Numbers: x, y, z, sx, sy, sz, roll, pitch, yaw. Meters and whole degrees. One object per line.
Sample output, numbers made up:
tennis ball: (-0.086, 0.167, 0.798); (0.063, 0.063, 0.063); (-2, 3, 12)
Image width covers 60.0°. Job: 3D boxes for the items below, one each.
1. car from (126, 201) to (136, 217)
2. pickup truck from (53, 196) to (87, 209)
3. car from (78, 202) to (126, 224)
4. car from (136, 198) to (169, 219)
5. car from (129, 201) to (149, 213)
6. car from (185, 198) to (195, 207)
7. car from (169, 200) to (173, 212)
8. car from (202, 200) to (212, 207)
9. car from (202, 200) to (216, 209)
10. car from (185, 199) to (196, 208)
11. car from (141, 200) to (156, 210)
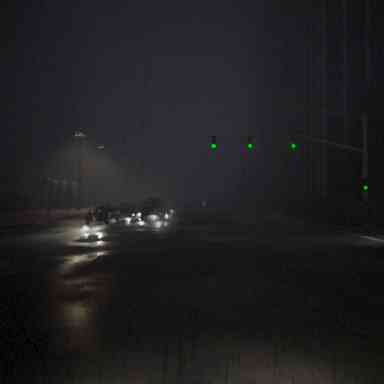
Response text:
car: (-7.390, 1.917, 37.393); (1.882, 1.535, 5.008); (0, -1, 0)
pickup truck: (-20.446, 1.714, 55.350); (2.390, 2.098, 6.274); (0, -1, 30)
car: (-7.446, 1.823, 28.092); (2.128, 1.511, 4.902); (0, -1, 2)
car: (-3.882, 1.616, 33.699); (2.150, 2.045, 5.566); (0, -1, 0)
car: (-7.403, 2.042, 46.941); (2.128, 1.511, 4.902); (0, -1, 0)
car: (-0.351, 2.176, 70.593); (2.097, 1.767, 4.553); (0, -1, 0)
car: (-3.896, 2.111, 43.642); (1.895, 1.301, 4.718); (0, -1, 0)
car: (3.148, 2.340, 70.318); (1.812, 1.442, 4.674); (0, -1, 0)
car: (3.267, 2.187, 59.933); (2.128, 1.511, 4.902); (0, -1, 0)
car: (-0.233, 2.304, 60.443); (1.895, 1.301, 4.718); (0, -1, 0)
car: (-7.386, 2.144, 56.893); (1.882, 1.535, 5.008); (0, -1, 0)
